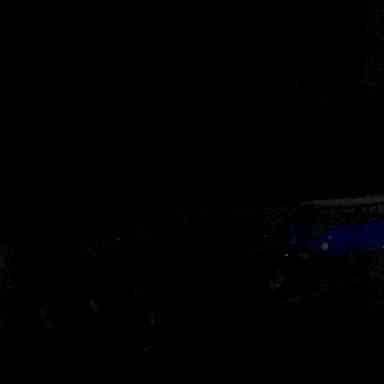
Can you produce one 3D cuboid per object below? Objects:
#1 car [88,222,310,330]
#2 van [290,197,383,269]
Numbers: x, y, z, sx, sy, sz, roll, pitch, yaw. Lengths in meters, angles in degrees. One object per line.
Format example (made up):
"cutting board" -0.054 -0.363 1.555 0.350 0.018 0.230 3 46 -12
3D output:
"car" 0.160 1.452 6.724 4.313 1.339 1.947 -2 1 -35
"van" 4.612 1.080 9.832 3.998 1.788 1.690 -2 1 -35
